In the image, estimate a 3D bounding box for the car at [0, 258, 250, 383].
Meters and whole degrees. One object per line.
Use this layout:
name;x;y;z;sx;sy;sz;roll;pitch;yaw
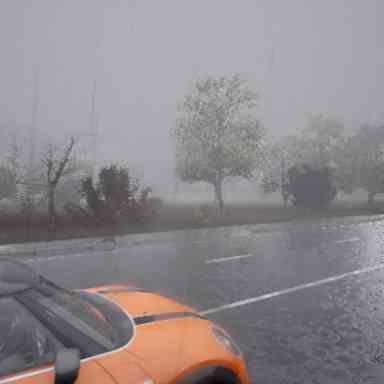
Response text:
car;-1.672;1.351;2.552;4.553;1.767;2.097;0;0;-35
